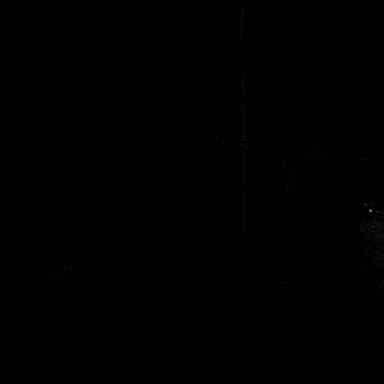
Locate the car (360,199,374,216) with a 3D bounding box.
[{"bbox_3d":[11.711,1.083,26.387,1.837,1.490,4.892,-1,1,-35],"label":"car"}]
